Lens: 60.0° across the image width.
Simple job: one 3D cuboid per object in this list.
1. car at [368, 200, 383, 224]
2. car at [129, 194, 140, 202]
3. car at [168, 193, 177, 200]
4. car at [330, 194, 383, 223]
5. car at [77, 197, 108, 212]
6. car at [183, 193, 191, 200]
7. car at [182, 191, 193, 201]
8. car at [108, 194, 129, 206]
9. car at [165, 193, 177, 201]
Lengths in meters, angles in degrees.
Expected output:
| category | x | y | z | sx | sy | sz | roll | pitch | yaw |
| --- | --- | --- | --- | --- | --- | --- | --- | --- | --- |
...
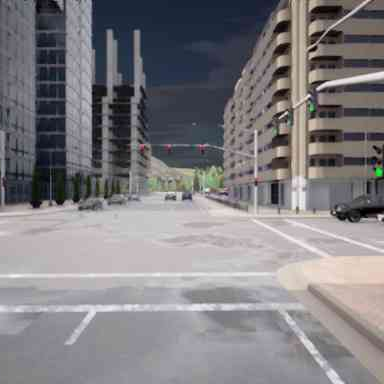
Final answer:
| category | x | y | z | sx | sy | sz | roll | pitch | yaw |
| --- | --- | --- | --- | --- | --- | --- | --- | --- | --- |
| car | 14.261 | 1.446 | 20.962 | 4.902 | 1.511 | 2.128 | 0 | 0 | -1 |
| car | -11.479 | 1.206 | 65.805 | 1.812 | 1.442 | 4.674 | 0 | 0 | 0 |
| car | -4.673 | 1.086 | 79.847 | 1.882 | 1.535 | 5.008 | 0 | 0 | -1 |
| car | 13.193 | 1.159 | 24.441 | 5.566 | 2.045 | 2.150 | 0 | 0 | -1 |
| car | -11.134 | 1.325 | 36.811 | 1.837 | 1.490 | 4.892 | 0 | 0 | -1 |
| car | -1.173 | 1.086 | 79.901 | 1.882 | 1.535 | 5.008 | 0 | 0 | -1 |
| car | -1.013 | 0.886 | 69.167 | 2.150 | 2.045 | 5.566 | 0 | 0 | -1 |
| car | -11.312 | 1.109 | 50.069 | 2.097 | 1.767 | 4.553 | 0 | 0 | -1 |
| car | -4.522 | 1.013 | 69.753 | 2.097 | 1.767 | 4.553 | 0 | 0 | -1 |
